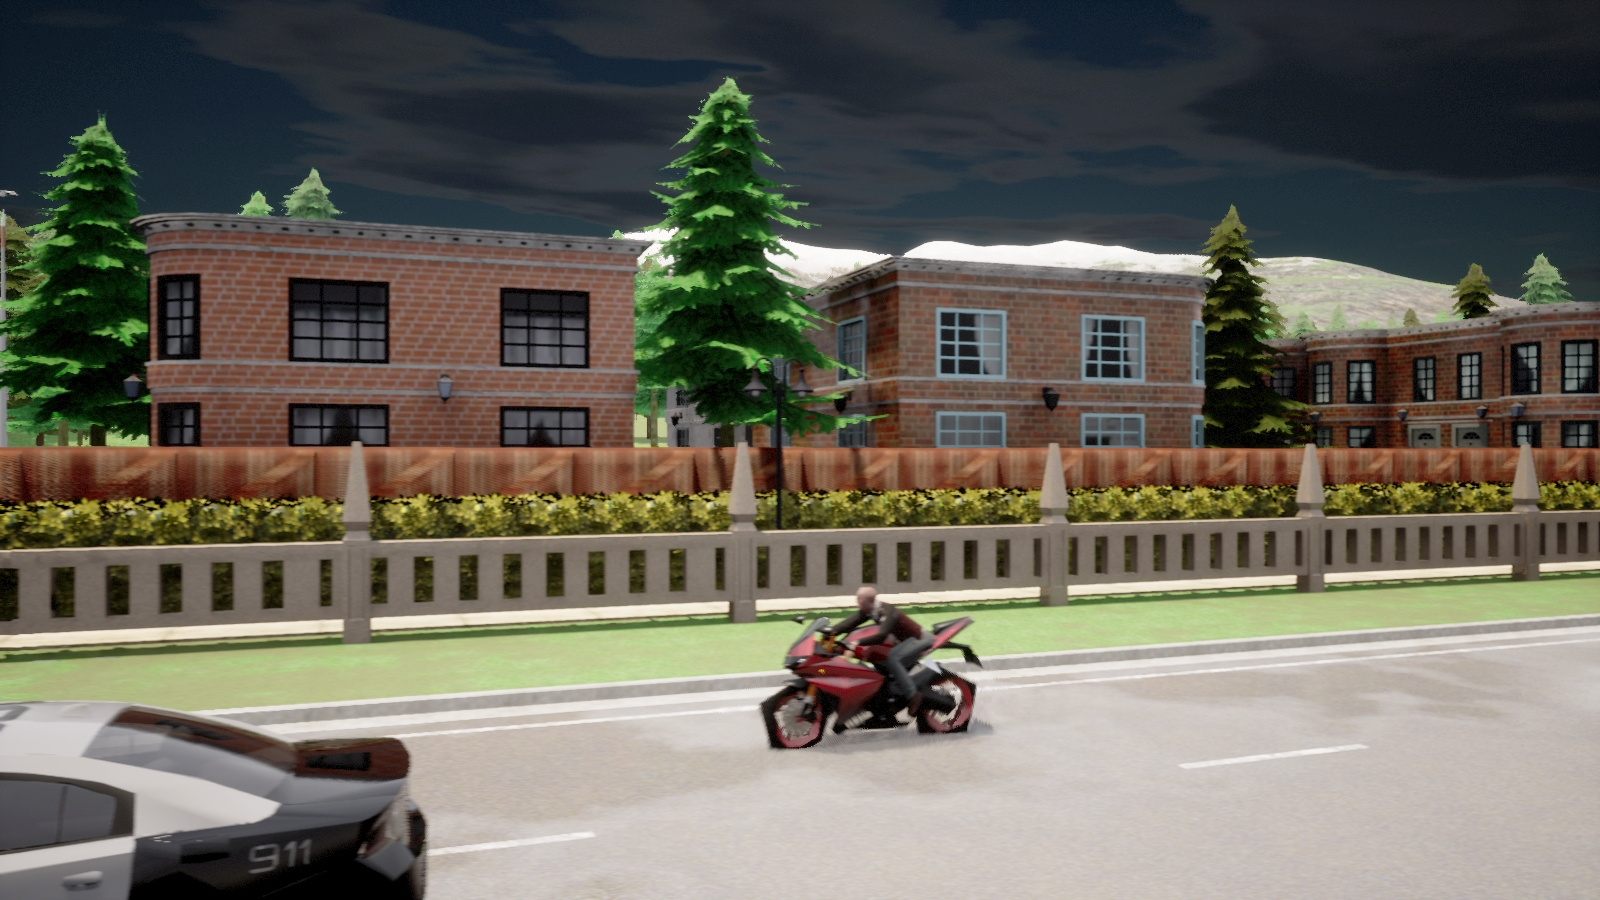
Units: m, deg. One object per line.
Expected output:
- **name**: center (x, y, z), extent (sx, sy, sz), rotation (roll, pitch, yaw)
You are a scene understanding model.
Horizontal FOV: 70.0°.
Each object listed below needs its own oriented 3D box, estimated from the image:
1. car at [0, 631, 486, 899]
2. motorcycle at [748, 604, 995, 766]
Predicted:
- **car**: center (-4.295, 1.982, 5.461), extent (5.238, 1.638, 2.097), rotation (0, 0, -20)
- **motorcycle**: center (0.688, 2.206, 10.998), extent (2.209, 1.251, 0.867), rotation (0, 0, -20)
